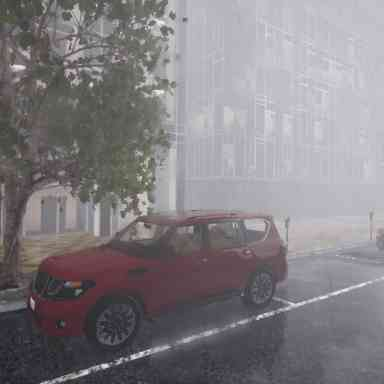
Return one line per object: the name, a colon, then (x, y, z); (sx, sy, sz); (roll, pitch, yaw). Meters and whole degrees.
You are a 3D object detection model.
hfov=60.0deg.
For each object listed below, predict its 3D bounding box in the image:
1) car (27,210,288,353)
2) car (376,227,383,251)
car: (-0.296, 1.316, 6.341); (5.009, 1.841, 2.192); (0, 1, -36)
car: (8.900, 1.547, 12.932); (4.507, 1.381, 1.887); (0, 1, -36)
